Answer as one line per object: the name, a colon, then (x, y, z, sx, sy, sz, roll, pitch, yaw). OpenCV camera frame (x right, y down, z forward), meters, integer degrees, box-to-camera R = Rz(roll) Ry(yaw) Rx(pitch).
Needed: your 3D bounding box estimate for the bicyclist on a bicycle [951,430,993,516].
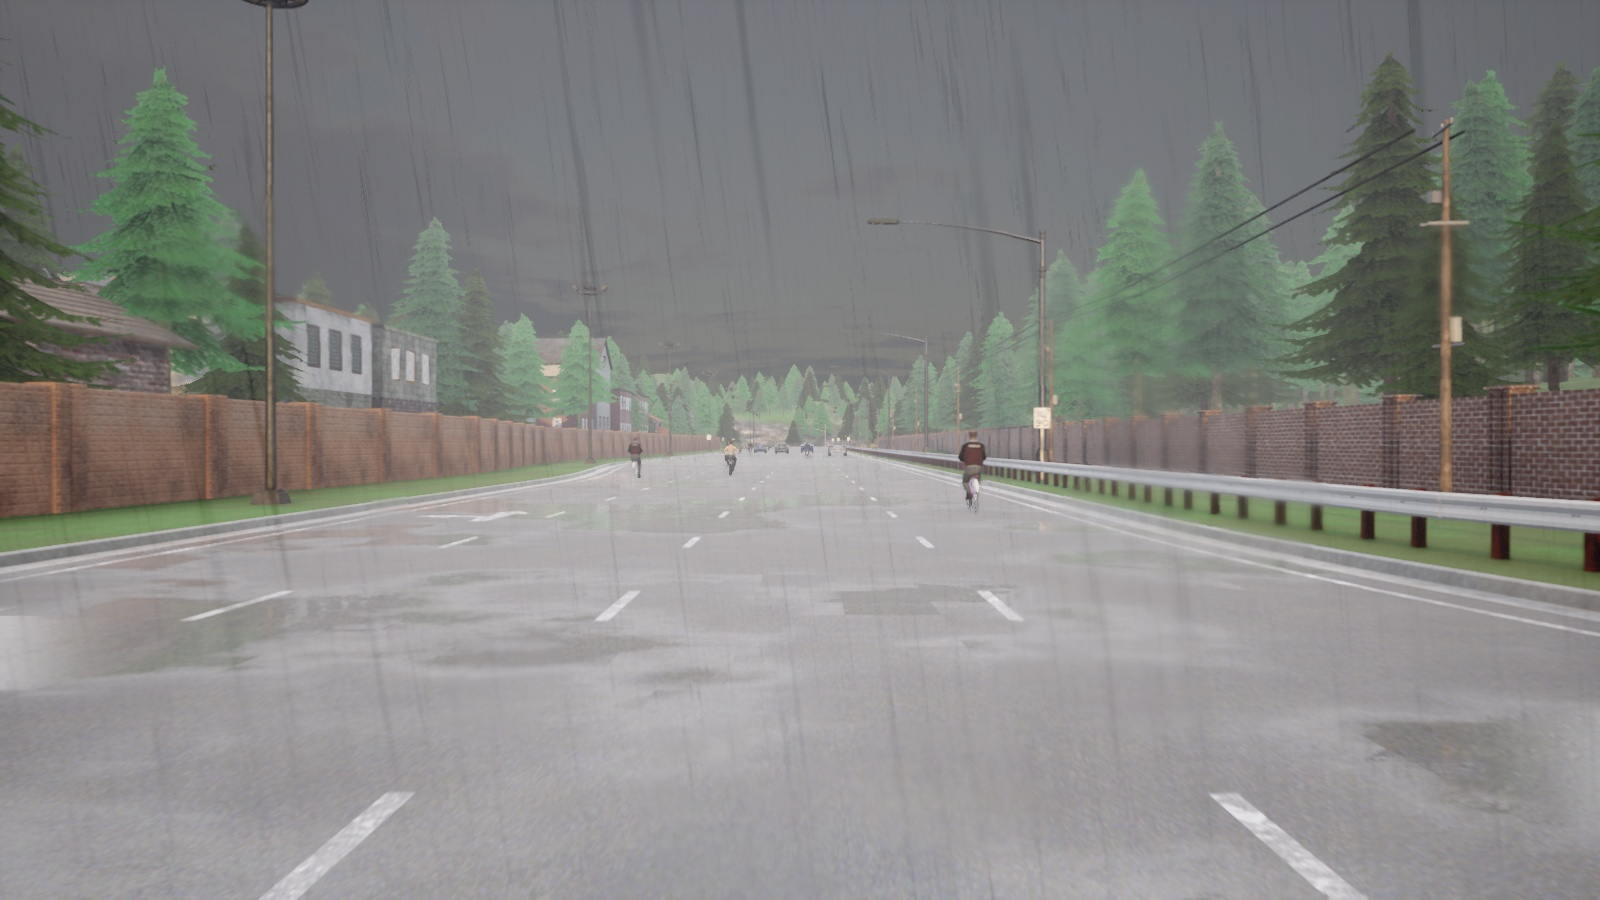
bicyclist on a bicycle: (3.667, 0.468, 26.926, 0.659, 1.776, 1.843, 0, 1, 0)
